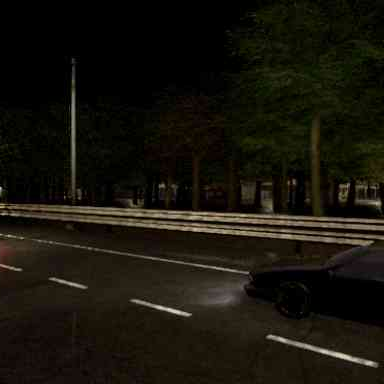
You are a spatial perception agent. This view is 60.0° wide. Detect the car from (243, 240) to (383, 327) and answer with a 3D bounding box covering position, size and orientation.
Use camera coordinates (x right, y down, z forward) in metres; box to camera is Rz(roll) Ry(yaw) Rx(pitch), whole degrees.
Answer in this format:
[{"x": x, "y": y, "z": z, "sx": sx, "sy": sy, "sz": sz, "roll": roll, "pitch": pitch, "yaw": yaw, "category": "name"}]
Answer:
[{"x": 3.612, "y": 1.548, "z": 5.592, "sx": 5.357, "sy": 1.411, "sz": 2.033, "roll": 0, "pitch": 0, "yaw": 36, "category": "car"}]
